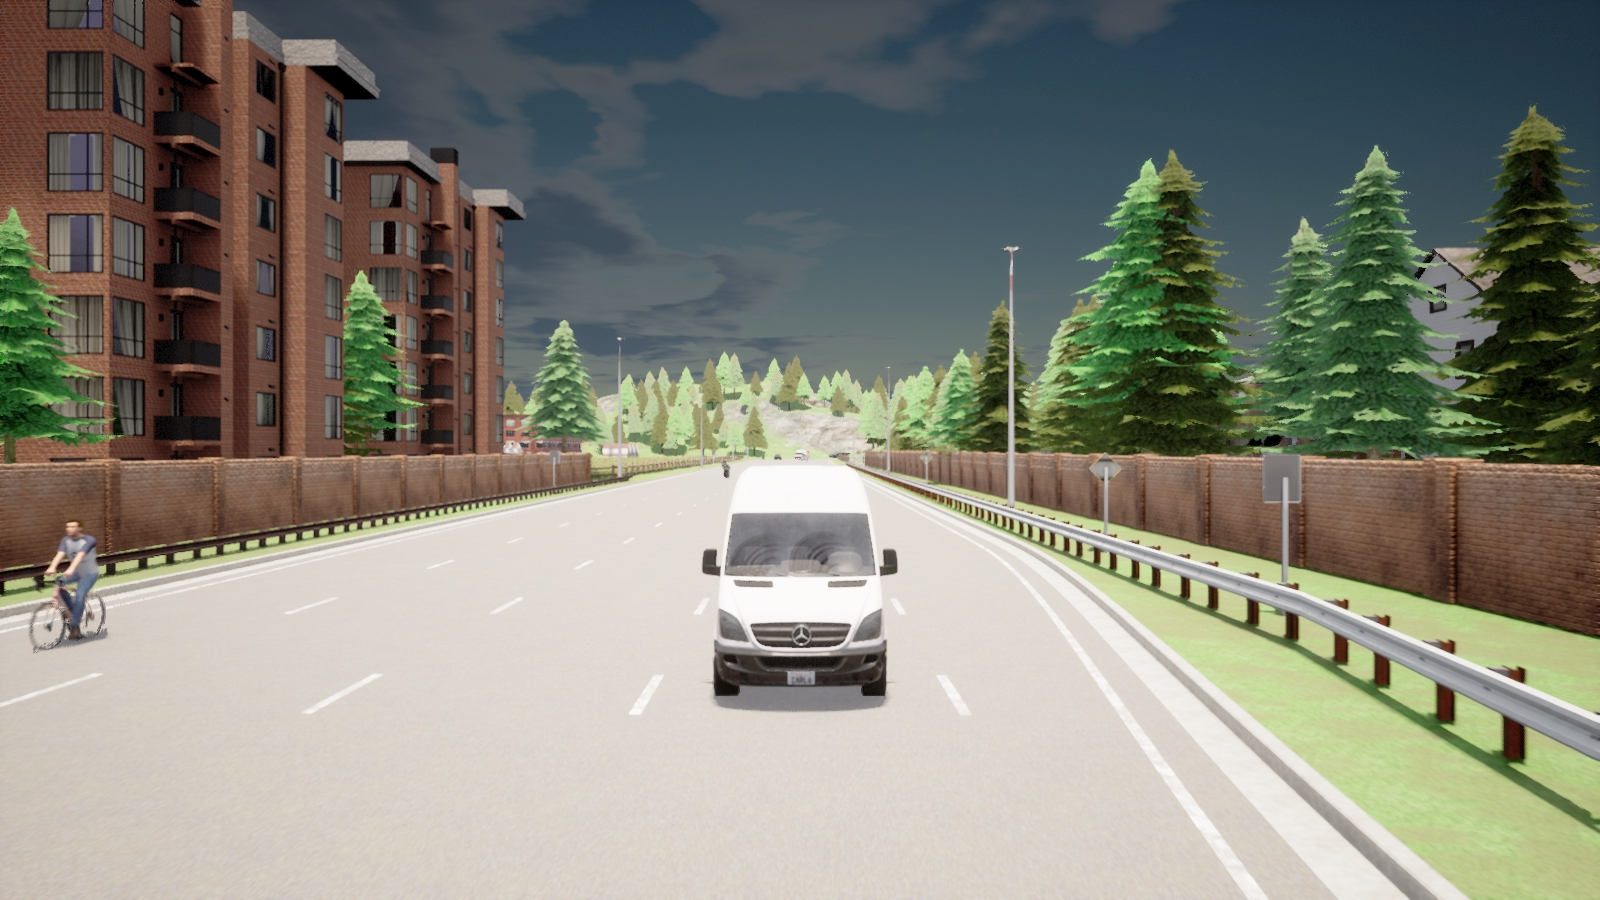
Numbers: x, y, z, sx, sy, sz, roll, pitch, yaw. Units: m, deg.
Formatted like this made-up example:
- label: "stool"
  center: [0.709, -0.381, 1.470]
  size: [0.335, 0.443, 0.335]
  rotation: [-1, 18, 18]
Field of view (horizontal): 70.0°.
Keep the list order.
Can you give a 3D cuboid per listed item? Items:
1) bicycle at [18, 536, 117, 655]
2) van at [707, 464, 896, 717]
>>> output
- label: "bicycle"
  center: [-10.489, 2.045, 16.411]
  size: [0.373, 1.496, 1.643]
  rotation: [0, 0, 0]
- label: "van"
  center: [-0.003, 1.523, 15.017]
  size: [1.988, 2.561, 5.915]
  rotation: [0, 0, 0]
